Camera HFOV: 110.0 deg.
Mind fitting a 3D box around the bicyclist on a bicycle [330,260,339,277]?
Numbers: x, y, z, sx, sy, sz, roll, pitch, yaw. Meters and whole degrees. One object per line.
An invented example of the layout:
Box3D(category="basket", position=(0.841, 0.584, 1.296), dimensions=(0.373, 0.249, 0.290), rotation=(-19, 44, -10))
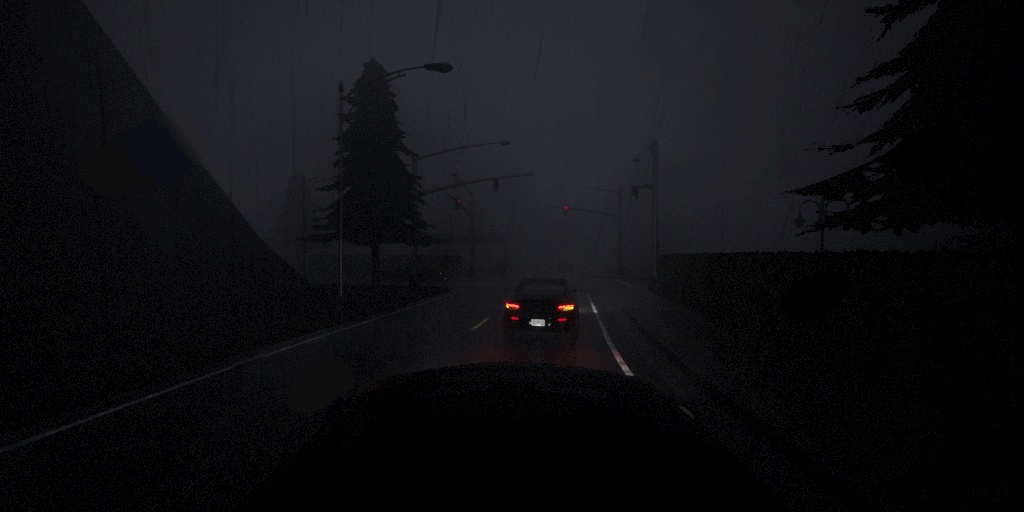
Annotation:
Box3D(category="bicyclist on a bicycle", position=(-17.376, 1.203, 35.307), dimensions=(0.582, 1.620, 1.656), rotation=(0, 0, 8))

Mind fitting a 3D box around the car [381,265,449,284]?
Box3D(category="car", position=(-7.109, 1.351, 26.621), dimensions=(4.718, 1.301, 1.895), rotation=(0, 0, 8))

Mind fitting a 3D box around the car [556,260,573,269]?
Box3D(category="car", position=(6.514, 1.227, 44.261), dimensions=(1.882, 1.535, 5.008), rotation=(0, 0, 9))

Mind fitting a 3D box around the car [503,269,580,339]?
Box3D(category="car", position=(0.916, 1.276, 10.034), dimensions=(1.812, 1.442, 4.674), rotation=(0, 0, 9))
